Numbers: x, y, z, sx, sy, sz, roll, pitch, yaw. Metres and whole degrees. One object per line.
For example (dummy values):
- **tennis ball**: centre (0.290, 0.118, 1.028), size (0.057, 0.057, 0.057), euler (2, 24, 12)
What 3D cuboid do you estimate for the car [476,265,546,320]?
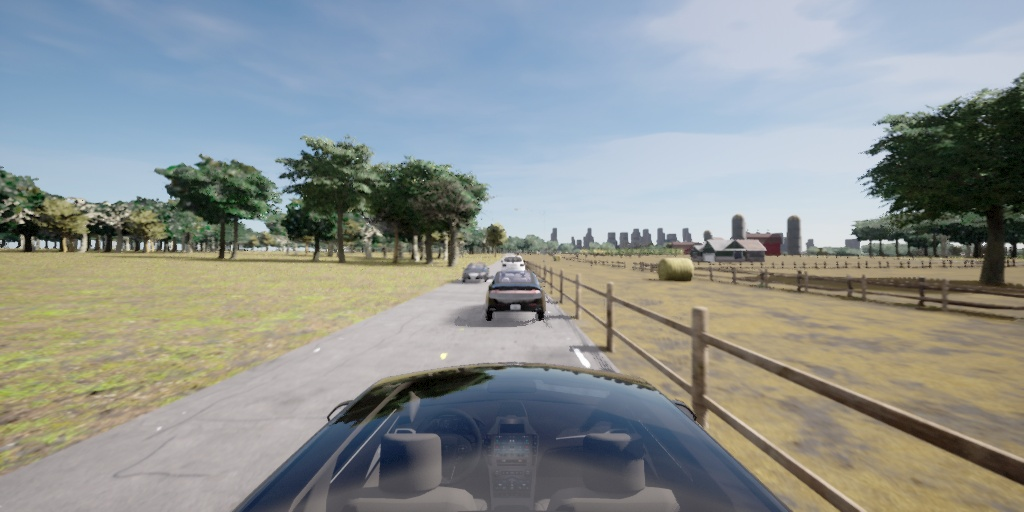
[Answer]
- **car**: centre (0.099, 1.250, 12.642), size (2.128, 1.511, 4.902), euler (0, 0, 0)

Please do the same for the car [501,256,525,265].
- **car**: centre (0.094, 0.997, 34.572), size (2.150, 2.045, 5.566), euler (0, 0, 0)

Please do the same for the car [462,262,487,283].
- **car**: centre (-2.756, 1.268, 28.125), size (2.128, 1.511, 4.902), euler (0, 0, 0)
